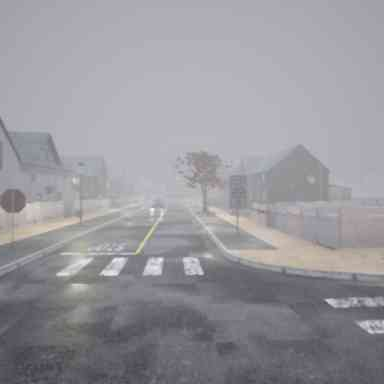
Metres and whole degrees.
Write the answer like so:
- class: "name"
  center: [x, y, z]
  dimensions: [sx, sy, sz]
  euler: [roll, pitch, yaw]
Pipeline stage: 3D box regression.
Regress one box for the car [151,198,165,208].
- class: "car"
  center: [-5.324, 1.769, 52.410]
  dimensions: [1.837, 1.490, 4.892]
  euler: [1, 0, -3]
